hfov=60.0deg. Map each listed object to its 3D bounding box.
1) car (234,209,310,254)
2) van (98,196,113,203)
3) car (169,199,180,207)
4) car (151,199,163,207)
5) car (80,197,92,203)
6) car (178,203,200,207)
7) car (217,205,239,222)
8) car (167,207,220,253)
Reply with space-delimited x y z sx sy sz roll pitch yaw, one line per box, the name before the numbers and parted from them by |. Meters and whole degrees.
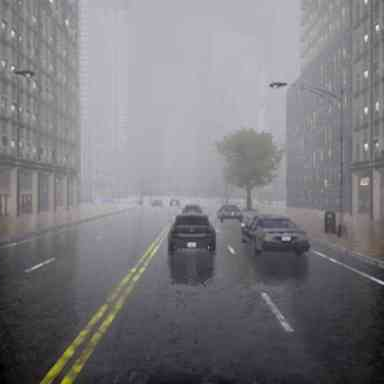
car | 3.248 1.677 13.981 2.033 1.411 5.357 0 0 0
van | -22.671 1.912 86.701 3.998 1.788 1.690 0 0 1
car | -3.304 2.035 64.261 2.128 1.511 4.902 0 0 1
car | -6.552 2.082 62.995 2.033 1.411 5.357 0 0 1
car | -28.210 2.090 86.746 4.507 1.381 1.887 0 0 1
car | -0.002 1.792 29.379 1.812 1.442 4.674 0 0 0
car | 3.244 1.810 28.982 2.033 1.411 5.357 0 0 0
car | 0.001 1.641 14.293 1.837 1.490 4.892 0 0 0
